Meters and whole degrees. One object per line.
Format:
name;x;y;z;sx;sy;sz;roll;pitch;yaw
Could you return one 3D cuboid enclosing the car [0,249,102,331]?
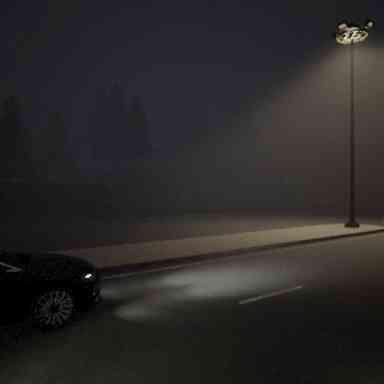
car;-3.946;1.492;5.230;4.902;1.511;2.128;0;0;-36
